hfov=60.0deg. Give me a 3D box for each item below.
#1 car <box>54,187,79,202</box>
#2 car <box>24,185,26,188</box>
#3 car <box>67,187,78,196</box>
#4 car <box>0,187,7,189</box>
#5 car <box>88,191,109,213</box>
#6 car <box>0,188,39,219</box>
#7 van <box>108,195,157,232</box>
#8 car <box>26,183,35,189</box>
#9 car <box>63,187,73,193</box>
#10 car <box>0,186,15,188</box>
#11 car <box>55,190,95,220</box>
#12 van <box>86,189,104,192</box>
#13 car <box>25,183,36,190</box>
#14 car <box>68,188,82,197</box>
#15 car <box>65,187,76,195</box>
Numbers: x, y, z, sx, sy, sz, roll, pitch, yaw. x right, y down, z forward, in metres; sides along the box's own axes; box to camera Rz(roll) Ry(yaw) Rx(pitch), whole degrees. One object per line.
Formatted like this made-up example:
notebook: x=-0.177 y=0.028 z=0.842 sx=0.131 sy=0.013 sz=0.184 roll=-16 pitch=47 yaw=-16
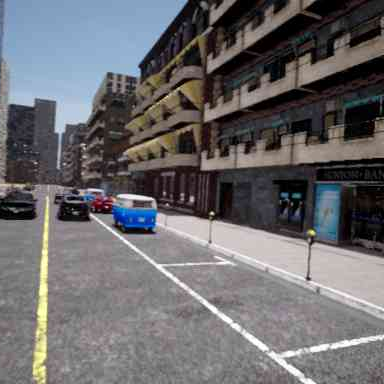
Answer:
car: x=-14.049 y=0.502 z=36.466 sx=2.128 sy=1.511 sz=4.902 roll=3 pitch=0 yaw=-23
car: x=-23.931 y=-0.041 z=44.835 sx=1.947 sy=1.339 sz=4.313 roll=3 pitch=0 yaw=-23
car: x=-22.863 y=-0.086 z=63.523 sx=1.752 sy=1.417 sz=4.829 roll=3 pitch=0 yaw=-23
car: x=-15.197 y=0.541 z=24.550 sx=2.008 sy=1.369 sz=4.403 roll=3 pitch=0 yaw=-23
car: x=-7.514 y=0.974 z=27.871 sx=1.887 sy=1.381 sz=4.507 roll=3 pitch=0 yaw=-23
car: x=-10.722 y=0.747 z=20.750 sx=1.882 sy=1.535 sz=5.008 roll=3 pitch=0 yaw=-23
van: x=-3.136 y=1.071 z=17.729 sx=1.690 sy=1.788 sz=3.998 roll=3 pitch=0 yaw=-23
car: x=-37.032 y=-0.913 z=75.260 sx=1.947 sy=1.339 sz=4.313 roll=3 pitch=0 yaw=-23
car: x=-29.349 y=-0.495 z=78.580 sx=1.887 sy=1.381 sz=4.507 roll=3 pitch=0 yaw=-23
car: x=-17.380 y=0.392 z=29.622 sx=2.008 sy=1.369 sz=4.403 roll=3 pitch=0 yaw=-23
car: x=-7.901 y=0.937 z=22.171 sx=1.837 sy=1.490 sz=4.892 roll=3 pitch=1 yaw=-23
van: x=-9.685 y=0.621 z=32.941 sx=1.690 sy=1.788 sz=3.998 roll=3 pitch=0 yaw=-23
car: x=-41.386 y=-1.450 z=85.400 sx=2.192 sy=1.841 sz=5.009 roll=3 pitch=0 yaw=-23
car: x=-20.615 y=0.105 z=58.297 sx=1.947 sy=1.339 sz=4.313 roll=3 pitch=0 yaw=-23
car: x=-25.048 y=-0.231 z=68.594 sx=1.752 sy=1.417 sz=4.829 roll=3 pitch=0 yaw=-23
